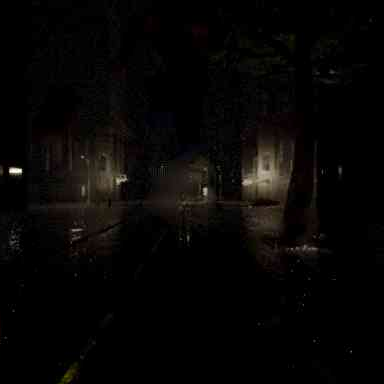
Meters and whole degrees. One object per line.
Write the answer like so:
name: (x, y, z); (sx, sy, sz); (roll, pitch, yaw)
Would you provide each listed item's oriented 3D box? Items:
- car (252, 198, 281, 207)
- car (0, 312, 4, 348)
car: (11.082, 1.585, 49.394); (4.181, 1.385, 1.994); (0, 0, 0)
car: (-3.102, 1.601, 1.595); (1.895, 1.301, 4.718); (0, 0, 0)
